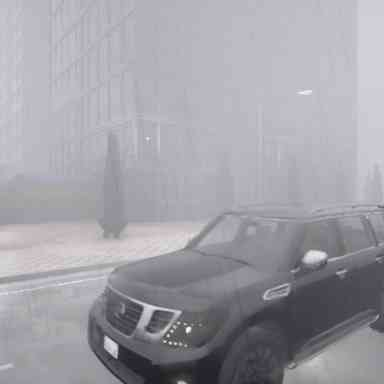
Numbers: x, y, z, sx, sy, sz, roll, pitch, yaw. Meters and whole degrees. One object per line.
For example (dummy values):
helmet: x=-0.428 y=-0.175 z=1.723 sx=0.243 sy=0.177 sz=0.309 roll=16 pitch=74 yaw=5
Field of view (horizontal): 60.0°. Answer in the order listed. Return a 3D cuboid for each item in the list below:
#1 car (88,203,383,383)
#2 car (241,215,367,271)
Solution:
car: x=1.342 y=1.221 z=5.102 sx=5.566 sy=2.045 sz=2.150 roll=0 pitch=0 yaw=-38
car: x=4.065 y=1.601 z=11.671 sx=4.718 sy=1.301 sz=1.895 roll=0 pitch=0 yaw=-38
